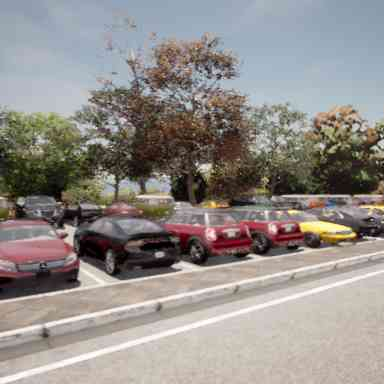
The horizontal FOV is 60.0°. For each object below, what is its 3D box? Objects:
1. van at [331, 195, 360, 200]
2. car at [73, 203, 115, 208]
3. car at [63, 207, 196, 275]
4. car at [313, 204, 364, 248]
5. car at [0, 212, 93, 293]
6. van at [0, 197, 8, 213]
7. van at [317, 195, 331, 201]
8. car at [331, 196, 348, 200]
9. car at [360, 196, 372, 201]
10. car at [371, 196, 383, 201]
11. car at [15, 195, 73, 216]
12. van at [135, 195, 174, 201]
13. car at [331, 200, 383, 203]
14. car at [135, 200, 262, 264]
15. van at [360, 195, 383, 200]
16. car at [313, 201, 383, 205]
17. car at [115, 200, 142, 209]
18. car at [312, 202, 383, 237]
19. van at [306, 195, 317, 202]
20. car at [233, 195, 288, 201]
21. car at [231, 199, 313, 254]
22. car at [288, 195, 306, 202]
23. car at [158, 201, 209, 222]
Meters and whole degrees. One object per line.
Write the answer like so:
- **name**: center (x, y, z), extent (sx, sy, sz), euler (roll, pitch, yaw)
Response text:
- **van**: center (17.432, 1.369, 40.536), extent (1.878, 1.987, 4.442), euler (0, 0, -36)
- **car**: center (-7.472, 1.479, 22.947), extent (2.097, 1.535, 5.008), euler (0, 0, -35)
- **car**: center (-2.256, 1.470, 10.606), extent (2.097, 1.535, 5.008), euler (0, 0, -35)
- **car**: center (4.636, 1.498, 15.287), extent (1.946, 1.575, 5.366), euler (0, 0, -35)
- **car**: center (-4.523, 1.500, 9.004), extent (2.002, 1.452, 4.674), euler (0, 0, -35)
- **van**: center (-12.159, 1.232, 19.763), extent (1.878, 1.987, 4.442), euler (0, 0, -35)
- **van**: center (12.774, 1.346, 37.499), extent (1.878, 1.987, 4.442), euler (0, 0, -35)
- **car**: center (15.095, 1.582, 39.013), extent (2.097, 1.535, 5.008), euler (0, 0, -35)
- **car**: center (19.594, 1.641, 42.242), extent (2.163, 1.488, 4.792), euler (0, 0, -35)
- **car**: center (21.744, 1.663, 43.772), extent (2.163, 1.488, 4.792), euler (1, 0, -35)
- **car**: center (-9.817, 1.217, 21.251), extent (2.435, 2.045, 5.566), euler (0, 0, -35)
- **van**: center (-3.129, 1.273, 26.186), extent (1.878, 1.987, 4.442), euler (0, 0, -35)
- **car**: center (11.422, 1.529, 20.115), extent (1.946, 1.575, 5.366), euler (0, 0, -35)
- **car**: center (0.022, 1.355, 12.195), extent (2.185, 1.767, 4.553), euler (0, 0, -35)
- **van**: center (23.954, 1.436, 45.451), extent (1.878, 1.987, 4.442), euler (1, 0, -35)
- **car**: center (9.049, 1.523, 18.662), extent (2.231, 1.521, 4.892), euler (0, 0, -35)
- **car**: center (-5.216, 1.529, 24.556), extent (2.002, 1.452, 4.674), euler (0, 0, -35)
- **car**: center (6.794, 1.513, 17.042), extent (2.231, 1.521, 4.892), euler (0, 0, -35)
- **van**: center (10.652, 1.336, 35.703), extent (1.878, 1.987, 4.442), euler (0, 0, -35)
- **car**: center (6.087, 1.290, 32.564), extent (2.435, 2.045, 5.566), euler (0, 0, -35)
- **car**: center (2.284, 1.365, 13.804), extent (2.185, 1.767, 4.553), euler (0, 0, -35)
- **car**: center (8.344, 1.300, 34.170), extent (2.435, 2.045, 5.566), euler (0, 0, -35)
- **car**: center (-0.807, 1.550, 27.698), extent (2.002, 1.452, 4.674), euler (0, 0, -35)
